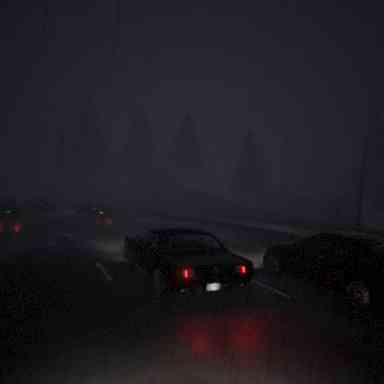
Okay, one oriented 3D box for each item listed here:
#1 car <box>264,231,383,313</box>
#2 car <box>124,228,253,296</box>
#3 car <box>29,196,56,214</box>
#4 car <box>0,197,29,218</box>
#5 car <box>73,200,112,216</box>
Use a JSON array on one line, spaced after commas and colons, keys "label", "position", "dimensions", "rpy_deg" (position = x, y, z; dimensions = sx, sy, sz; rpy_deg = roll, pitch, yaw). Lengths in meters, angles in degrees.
[{"label": "car", "position": [3.632, 1.667, 8.055], "dimensions": [1.812, 1.442, 4.674], "rpy_deg": [2, 0, -22]}, {"label": "car", "position": [-0.448, 1.615, 8.795], "dimensions": [1.895, 1.301, 4.718], "rpy_deg": [2, 0, -24]}, {"label": "car", "position": [-13.973, 1.132, 30.299], "dimensions": [1.882, 1.535, 5.008], "rpy_deg": [2, 0, -40]}, {"label": "car", "position": [-14.252, 1.120, 25.087], "dimensions": [2.128, 1.511, 4.902], "rpy_deg": [2, 0, -38]}, {"label": "car", "position": [-8.995, 1.412, 29.767], "dimensions": [1.895, 1.301, 4.718], "rpy_deg": [2, 0, -38]}]
